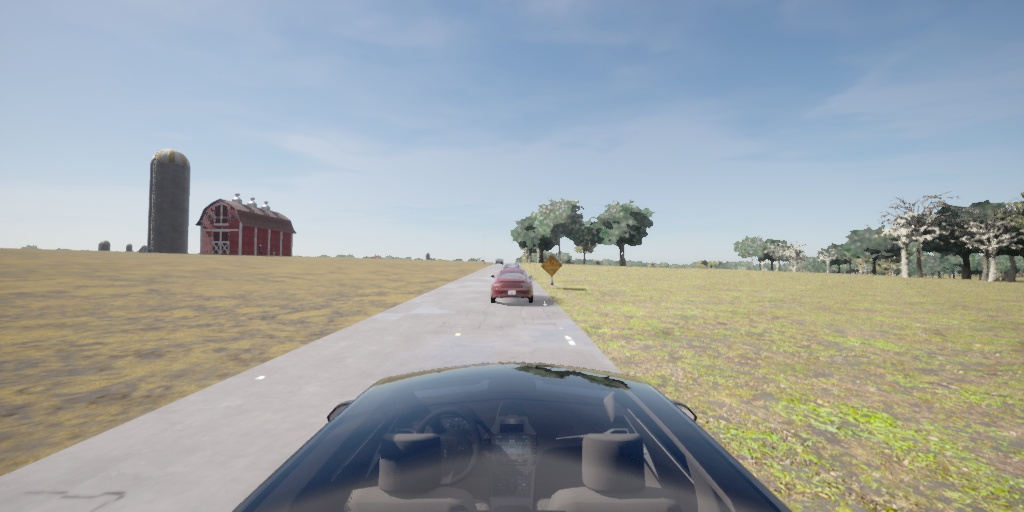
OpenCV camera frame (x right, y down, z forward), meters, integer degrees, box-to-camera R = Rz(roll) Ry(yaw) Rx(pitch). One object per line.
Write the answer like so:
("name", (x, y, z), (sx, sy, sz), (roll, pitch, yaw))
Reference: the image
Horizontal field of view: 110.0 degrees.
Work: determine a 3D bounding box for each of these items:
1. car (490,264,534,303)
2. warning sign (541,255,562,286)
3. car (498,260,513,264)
("car", (0.000, 1.292, 16.509), (1.812, 1.442, 4.674), (0, 0, 0))
("warning sign", (2.450, 0.876, 21.823), (1.300, 1.860, 1.060), (0, 0, 0))
("car", (0.000, 1.338, 31.518), (1.994, 1.385, 4.181), (0, 0, 0))
